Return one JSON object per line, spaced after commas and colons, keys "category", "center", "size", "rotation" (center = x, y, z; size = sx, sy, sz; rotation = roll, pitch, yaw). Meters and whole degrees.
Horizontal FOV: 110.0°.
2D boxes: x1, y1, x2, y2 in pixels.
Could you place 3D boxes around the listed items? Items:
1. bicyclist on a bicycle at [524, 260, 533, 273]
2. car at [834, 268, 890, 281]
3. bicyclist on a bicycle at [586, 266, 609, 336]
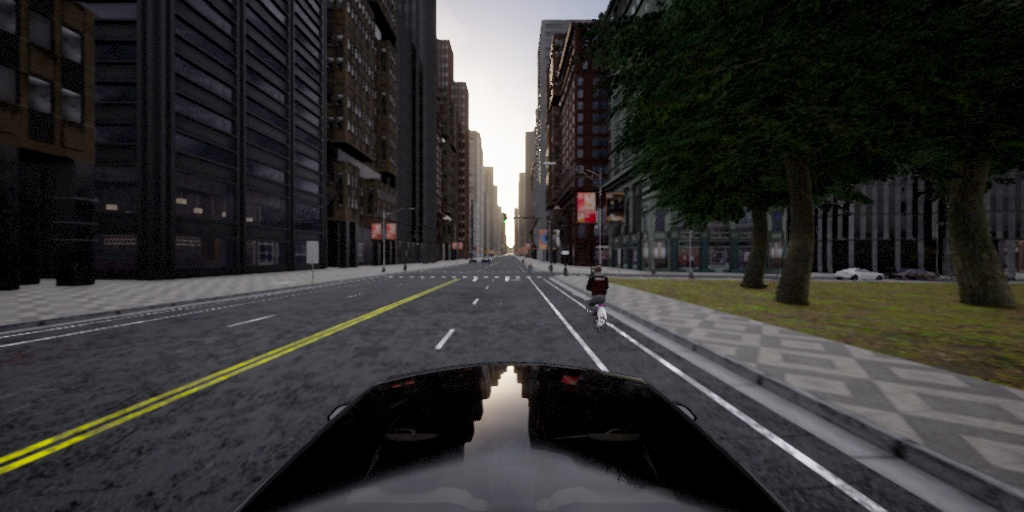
{"category": "bicyclist on a bicycle", "center": [2.312, 1.324, 45.036], "size": [0.866, 1.612, 1.509], "rotation": [1, 0, 0]}
{"category": "car", "center": [39.449, 2.091, 40.810], "size": [4.674, 1.442, 1.812], "rotation": [1, 0, -1]}
{"category": "bicyclist on a bicycle", "center": [2.236, 1.139, 9.540], "size": [0.659, 1.776, 1.843], "rotation": [-1, 0, -1]}
